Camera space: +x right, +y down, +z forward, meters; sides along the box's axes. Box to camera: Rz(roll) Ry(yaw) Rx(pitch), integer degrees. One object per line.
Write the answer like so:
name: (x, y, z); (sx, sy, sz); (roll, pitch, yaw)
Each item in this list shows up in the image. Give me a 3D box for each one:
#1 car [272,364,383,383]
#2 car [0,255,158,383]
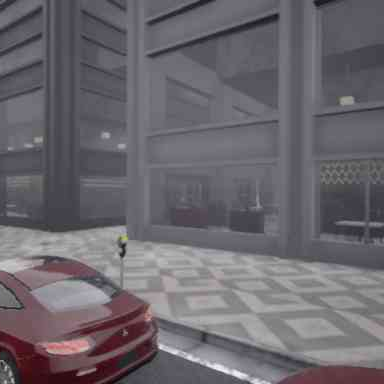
car: (2.235, 1.585, 1.362); (4.206, 1.307, 1.802); (0, 0, 36)
car: (-2.348, 1.570, 4.650); (4.206, 1.307, 1.802); (0, 0, 36)
